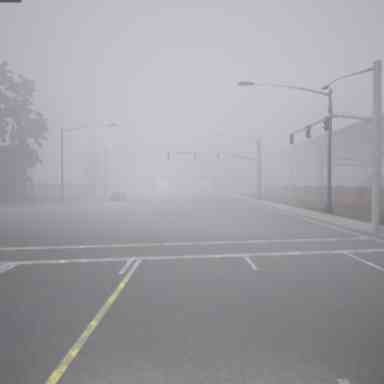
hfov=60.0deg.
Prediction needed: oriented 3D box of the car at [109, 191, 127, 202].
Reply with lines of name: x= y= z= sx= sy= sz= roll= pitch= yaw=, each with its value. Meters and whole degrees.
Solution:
car: x=-10.489 y=0.692 z=47.418 sx=1.837 sy=1.490 sz=4.892 roll=0 pitch=3 yaw=0
